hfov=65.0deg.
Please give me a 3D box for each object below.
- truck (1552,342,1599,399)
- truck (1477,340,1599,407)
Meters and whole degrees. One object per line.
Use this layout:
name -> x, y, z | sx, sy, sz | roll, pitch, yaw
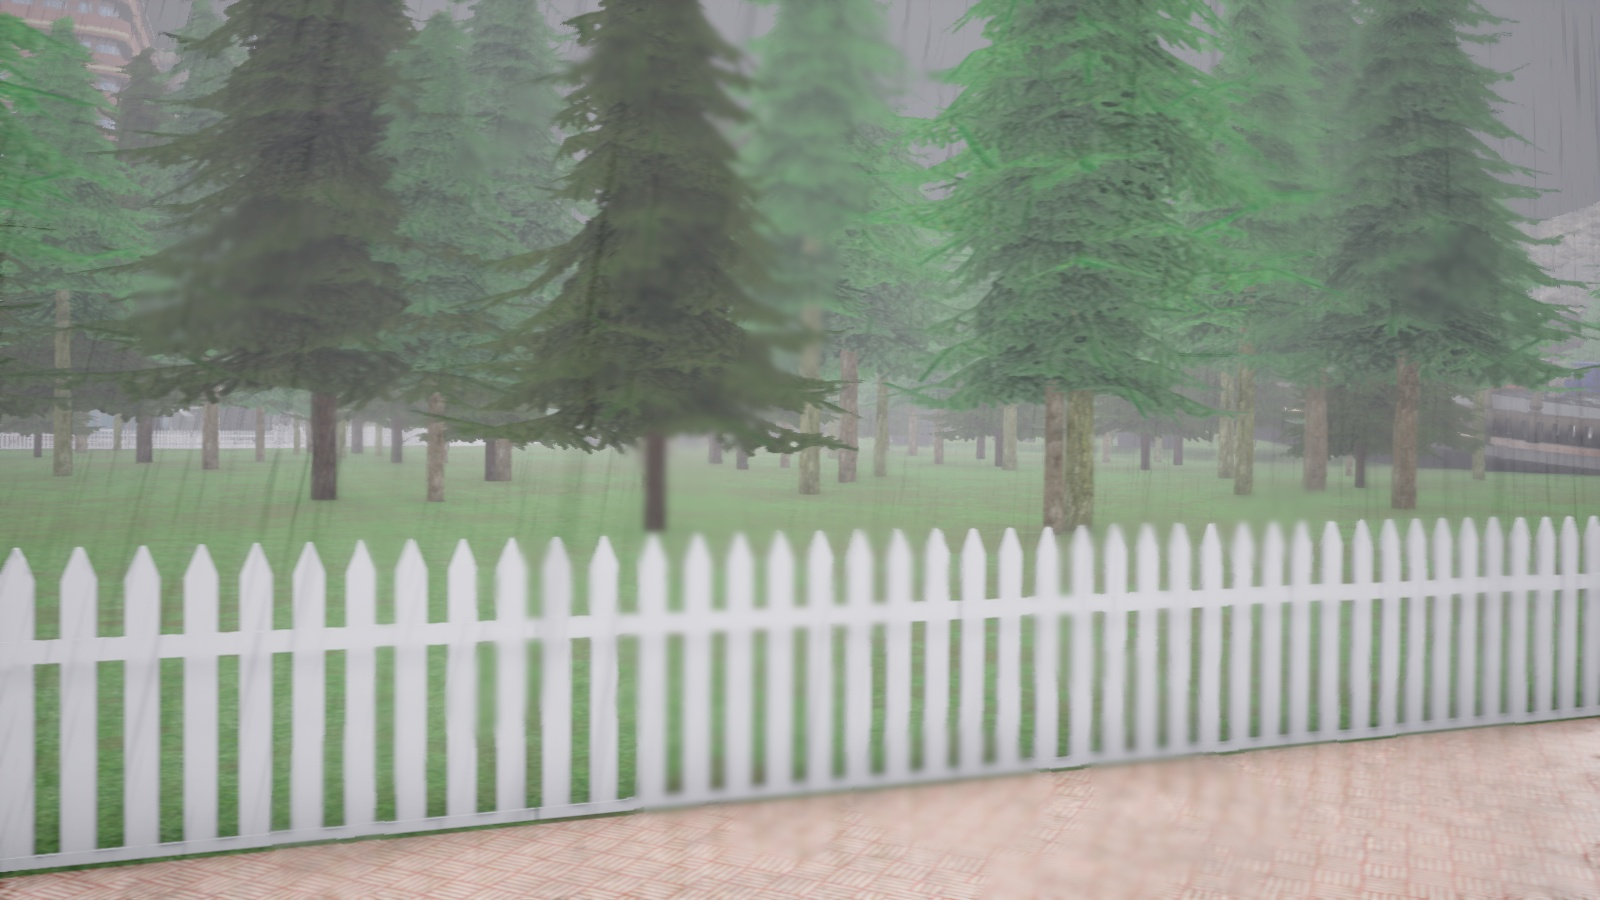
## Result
truck -> 52.816, -4.900, 80.087 | 2.891, 3.462, 7.936 | -1, 8, -22
truck -> 46.371, -4.775, 77.356 | 2.891, 3.462, 7.936 | -1, 8, -22
